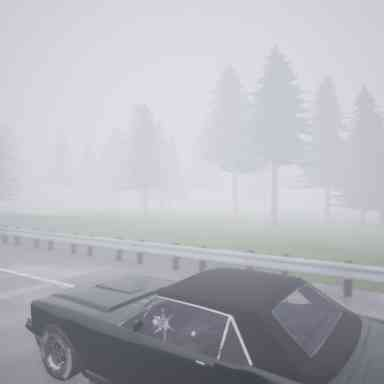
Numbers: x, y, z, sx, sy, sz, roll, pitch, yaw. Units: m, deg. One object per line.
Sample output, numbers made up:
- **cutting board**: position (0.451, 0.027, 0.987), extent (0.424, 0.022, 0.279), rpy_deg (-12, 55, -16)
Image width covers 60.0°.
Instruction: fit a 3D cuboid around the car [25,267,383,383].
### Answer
- **car**: position (0.155, 1.595, 3.796), extent (4.718, 1.301, 1.895), rpy_deg (0, 0, 35)
